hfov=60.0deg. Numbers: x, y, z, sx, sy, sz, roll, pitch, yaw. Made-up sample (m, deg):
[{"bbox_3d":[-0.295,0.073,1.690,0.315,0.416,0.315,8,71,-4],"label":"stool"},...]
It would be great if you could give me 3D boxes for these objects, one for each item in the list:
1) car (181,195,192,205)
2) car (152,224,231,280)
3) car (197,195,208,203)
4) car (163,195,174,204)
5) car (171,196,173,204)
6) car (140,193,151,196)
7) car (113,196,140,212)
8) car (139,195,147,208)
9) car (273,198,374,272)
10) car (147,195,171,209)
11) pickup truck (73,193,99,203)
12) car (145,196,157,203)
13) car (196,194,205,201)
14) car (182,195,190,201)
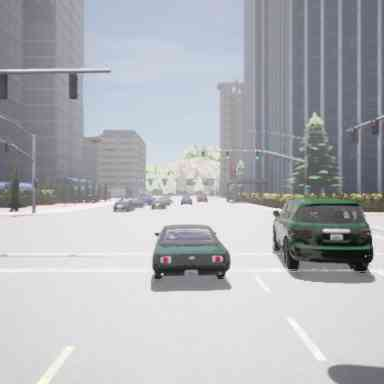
[{"bbox_3d":[-0.968,1.554,60.046,1.994,1.385,4.181,0,0,-1],"label":"car"},{"bbox_3d":[-0.186,1.599,9.977,1.895,1.301,4.718,0,0,-4],"label":"car"},{"bbox_3d":[2.262,1.337,71.133,2.097,1.767,4.553,0,0,-1],"label":"car"},{"bbox_3d":[-4.646,1.467,65.180,1.882,1.535,5.008,0,0,-1],"label":"car"},{"bbox_3d":[-4.545,1.482,54.871,2.128,1.511,4.902,0,0,-1],"label":"car"},{"bbox_3d":[-8.063,1.212,57.344,2.150,2.045,5.566,0,0,0],"label":"car"},{"bbox_3d":[-7.889,1.485,38.951,2.128,1.511,4.902,0,0,1],"label":"car"},{"bbox_3d":[-7.961,1.556,47.862,1.994,1.385,4.181,0,0,-1],"label":"car"},{"bbox_3d":[4.011,1.221,11.039,2.150,2.045,5.566,0,0,8],"label":"car"},{"bbox_3d":[-4.415,1.484,44.616,2.128,1.511,4.902,0,0,-1],"label":"car"},{"bbox_3d":[-21.277,1.047,65.690,2.390,2.098,6.274,0,0,30],"label":"pickup truck"},{"bbox_3d":[-8.180,1.551,67.327,1.994,1.385,4.181,0,0,-1],"label":"car"},{"bbox_3d":[2.101,1.373,81.413,1.882,1.535,5.008,0,0,-1],"label":"car"},{"bbox_3d":[-1.398,1.487,81.306,1.837,1.490,4.892,0,0,-1],"label":"car"}]
